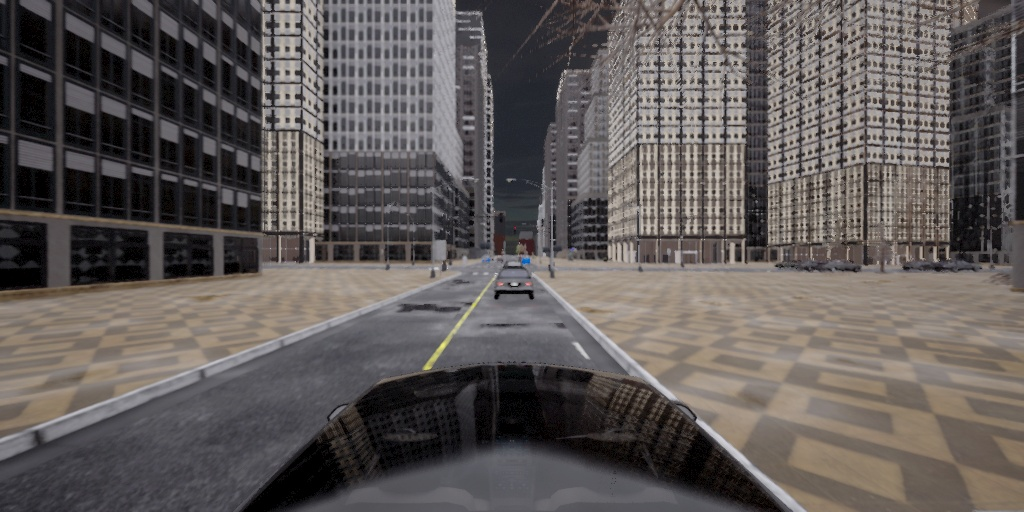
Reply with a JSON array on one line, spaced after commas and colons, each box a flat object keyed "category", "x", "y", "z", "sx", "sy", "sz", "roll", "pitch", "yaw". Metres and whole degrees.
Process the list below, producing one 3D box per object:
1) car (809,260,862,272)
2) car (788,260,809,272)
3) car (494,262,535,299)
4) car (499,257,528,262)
[{"category": "car", "x": 39.787, "y": 1.280, "z": 43.671, "sx": 4.902, "sy": 1.511, "sz": 2.128, "roll": 0, "pitch": 0, "yaw": -2}, {"category": "car", "x": 39.672, "y": 1.277, "z": 46.919, "sx": 4.902, "sy": 1.511, "sz": 2.128, "roll": 0, "pitch": 0, "yaw": -2}, {"category": "car", "x": 0.095, "y": 1.217, "z": 17.456, "sx": 2.033, "sy": 1.411, "sz": 5.357, "roll": 0, "pitch": 0, "yaw": 0}, {"category": "car", "x": 0.102, "y": 1.080, "z": 30.485, "sx": 1.882, "sy": 1.535, "sz": 5.008, "roll": 0, "pitch": 0, "yaw": 0}]
